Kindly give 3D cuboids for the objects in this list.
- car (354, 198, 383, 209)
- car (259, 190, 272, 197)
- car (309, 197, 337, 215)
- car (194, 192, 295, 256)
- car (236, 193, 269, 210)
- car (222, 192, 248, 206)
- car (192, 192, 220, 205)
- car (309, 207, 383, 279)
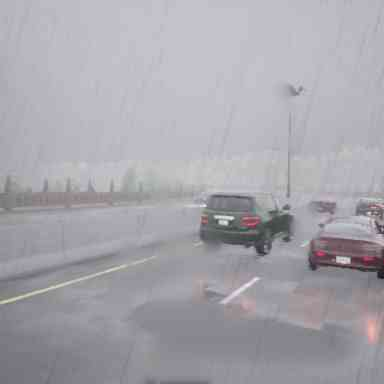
[{"bbox_3d":[13.833,1.252,25.933,1.837,1.490,4.892,2,1,28],"label":"car"},{"bbox_3d":[16.361,0.250,74.389,1.994,1.385,4.181,1,1,2],"label":"car"},{"bbox_3d":[11.421,1.135,28.840,1.882,1.535,5.008,1,1,28],"label":"car"},{"bbox_3d":[2.323,1.023,12.680,2.150,2.045,5.566,1,1,30],"label":"car"},{"bbox_3d":[6.377,0.963,34.853,2.128,1.511,4.902,1,1,26],"label":"car"},{"bbox_3d":[5.324,0.825,40.893,1.882,1.535,5.008,1,1,23],"label":"car"},{"bbox_3d":[1.890,0.784,41.765,1.837,1.490,4.892,2,1,23],"label":"car"},{"bbox_3d":[4.709,1.416,9.819,1.812,1.442,4.674,1,1,30],"label":"car"}]
